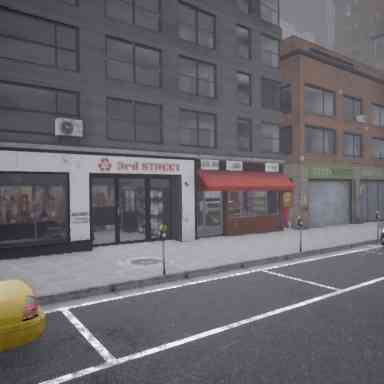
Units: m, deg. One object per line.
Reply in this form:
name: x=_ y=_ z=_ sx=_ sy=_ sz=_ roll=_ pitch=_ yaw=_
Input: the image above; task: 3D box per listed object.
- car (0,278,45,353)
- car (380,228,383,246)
car: x=-4.275 y=1.526 z=3.614 sx=4.829 sy=1.417 sz=1.752 roll=0 pitch=-1 yaw=-36
car: x=9.306 y=1.439 z=13.307 sx=4.097 sy=1.590 sz=1.967 roll=0 pitch=-1 yaw=-36
